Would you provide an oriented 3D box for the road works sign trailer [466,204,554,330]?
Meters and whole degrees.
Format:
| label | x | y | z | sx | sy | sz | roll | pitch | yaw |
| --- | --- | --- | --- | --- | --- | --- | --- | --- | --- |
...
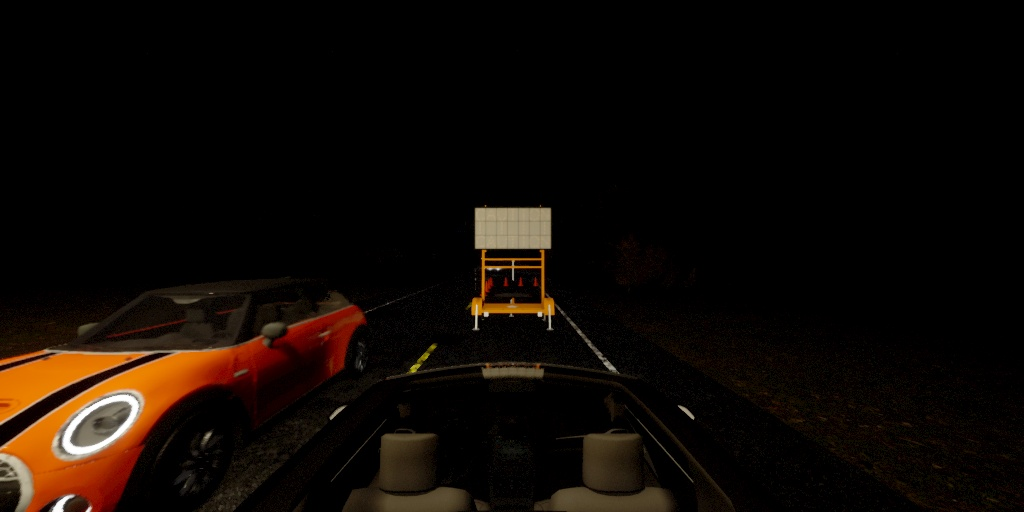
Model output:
| label | x | y | z | sx | sy | sz | roll | pitch | yaw |
| --- | --- | --- | --- | --- | --- | --- | --- | --- | --- |
| road works sign trailer | 0.034 | 0.215 | 11.107 | 2.380 | 3.560 | 2.880 | 0 | 0 | 0 |

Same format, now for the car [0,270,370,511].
| label | x | y | z | sx | sy | sz | roll | pitch | yaw |
| --- | --- | --- | --- | --- | --- | --- | --- | --- | --- |
| car | -3.491 | 1.102 | 4.243 | 2.097 | 1.767 | 4.553 | 0 | 0 | 0 |
